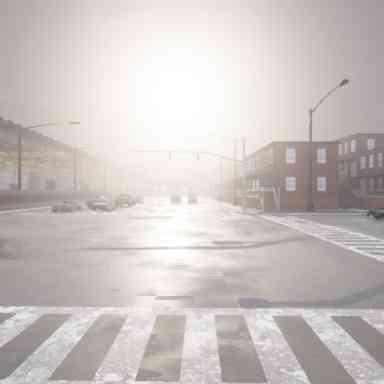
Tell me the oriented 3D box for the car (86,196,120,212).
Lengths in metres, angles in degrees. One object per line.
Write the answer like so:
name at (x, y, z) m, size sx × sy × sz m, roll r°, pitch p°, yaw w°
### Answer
car at (-10.552, 1.548, 39.906) m, size 2.033 × 1.411 × 5.357 m, roll 0°, pitch 0°, yaw 0°

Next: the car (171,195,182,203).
car at (-3.368, 1.353, 70.271) m, size 2.097 × 1.767 × 4.553 m, roll 0°, pitch 0°, yaw 0°

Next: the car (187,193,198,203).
car at (0.158, 1.548, 68.340) m, size 2.033 × 1.411 × 5.357 m, roll 0°, pitch 0°, yaw 1°

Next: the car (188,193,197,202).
car at (0.074, 1.225, 80.334) m, size 2.150 × 2.045 × 5.566 m, roll 0°, pitch 0°, yaw 0°

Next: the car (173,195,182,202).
car at (-3.426, 1.478, 80.557) m, size 1.882 × 1.535 × 5.008 m, roll 0°, pitch 0°, yaw 0°

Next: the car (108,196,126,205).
car at (-13.991, 1.491, 62.186) m, size 2.128 × 1.511 × 4.902 m, roll 0°, pitch 0°, yaw 1°

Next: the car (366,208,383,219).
car at (17.060, 1.547, 26.712) m, size 5.357 × 1.411 × 2.033 m, roll 0°, pitch 0°, yaw 0°

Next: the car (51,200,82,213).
car at (-14.058, 1.601, 37.509) m, size 1.895 × 1.301 × 4.718 m, roll 0°, pitch 0°, yaw 0°

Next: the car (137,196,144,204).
car at (-10.481, 1.506, 64.309) m, size 1.837 × 1.490 × 4.892 m, roll 0°, pitch 0°, yaw 1°

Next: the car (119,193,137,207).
car at (-10.528, 1.224, 52.271) m, size 2.150 × 2.045 × 5.566 m, roll 0°, pitch 0°, yaw 0°
